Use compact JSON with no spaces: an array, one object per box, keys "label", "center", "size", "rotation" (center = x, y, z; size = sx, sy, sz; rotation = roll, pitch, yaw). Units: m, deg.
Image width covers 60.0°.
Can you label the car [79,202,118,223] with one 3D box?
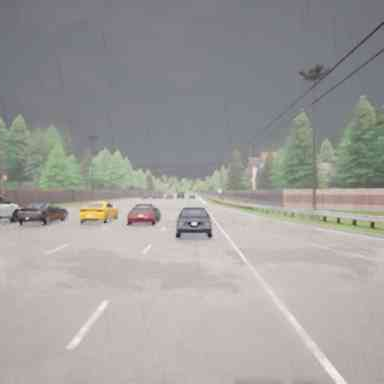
[{"label":"car","center":[-6.895,1.451,25.012],"size":[1.882,1.535,5.008],"rotation":[0,0,0]}]

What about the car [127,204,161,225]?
[{"label":"car","center":[-3.395,1.538,24.073],"size":[1.994,1.385,4.181],"rotation":[0,0,0]}]

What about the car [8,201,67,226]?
[{"label":"car","center":[-10.395,1.466,23.419],"size":[2.128,1.511,4.902],"rotation":[0,0,0]}]

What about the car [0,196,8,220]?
[{"label":"car","center":[-13.895,1.197,22.577],"size":[2.150,2.045,5.566],"rotation":[0,0,0]}]

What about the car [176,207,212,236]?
[{"label":"car","center":[0.104,1.528,18.069],"size":[2.033,1.411,5.357],"rotation":[0,0,0]}]
